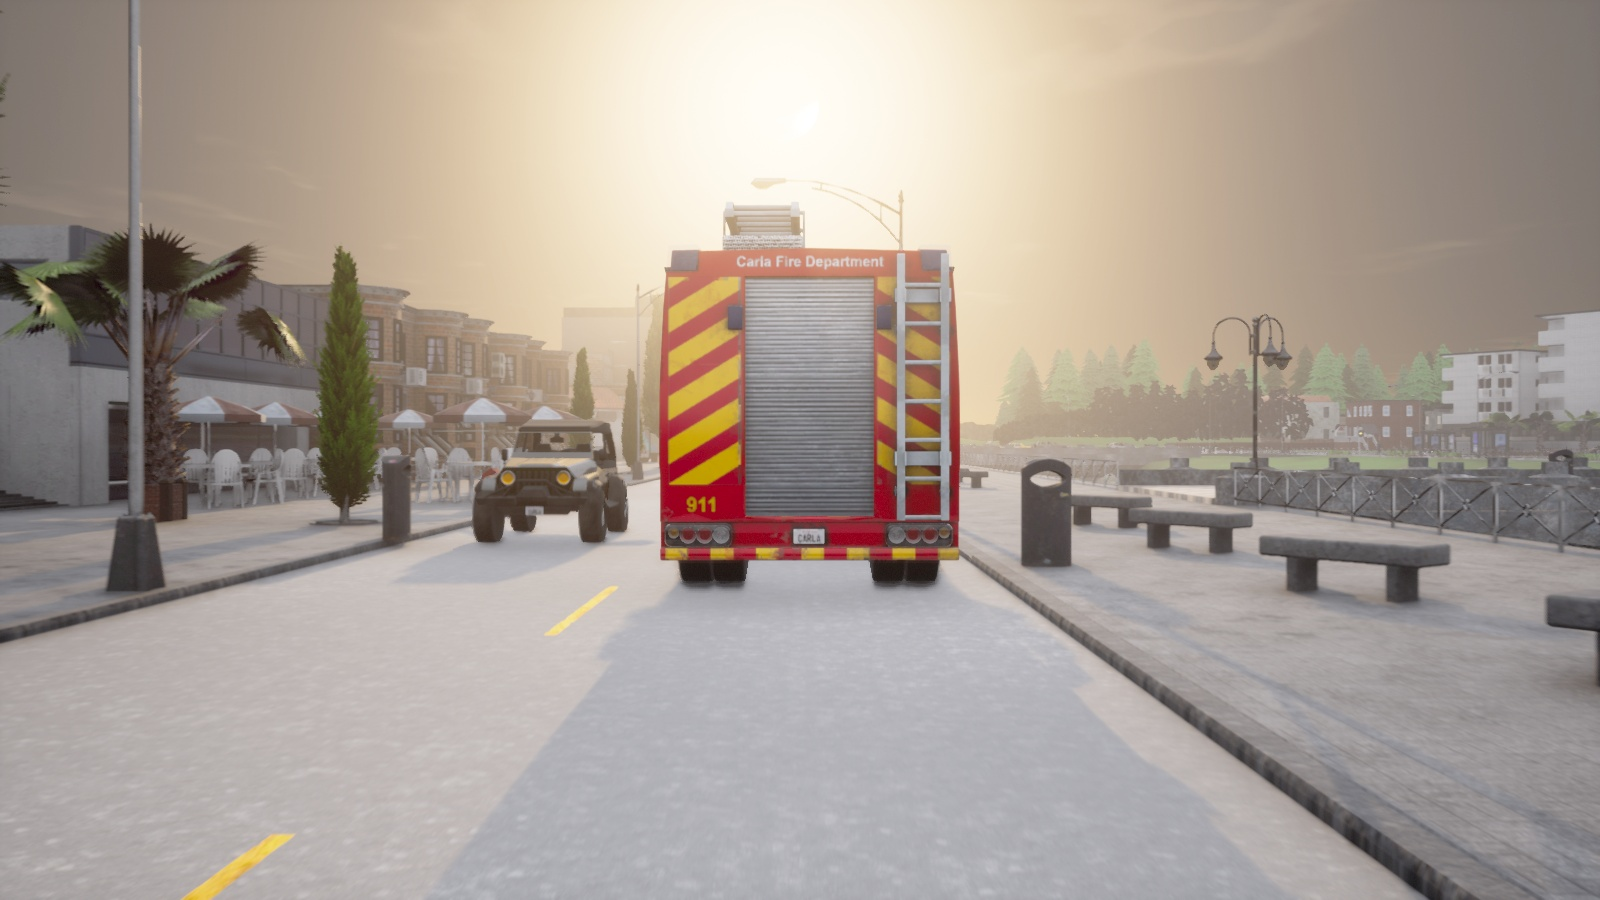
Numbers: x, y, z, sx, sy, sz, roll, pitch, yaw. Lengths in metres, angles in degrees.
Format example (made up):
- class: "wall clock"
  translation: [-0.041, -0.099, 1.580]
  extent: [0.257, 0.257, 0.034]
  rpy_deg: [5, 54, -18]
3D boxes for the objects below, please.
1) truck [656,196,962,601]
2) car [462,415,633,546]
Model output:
- class: "truck"
  translation: [0.105, -0.509, 16.107]
  extent: [2.891, 3.827, 8.468]
  rpy_deg: [0, 0, 0]
- class: "car"
  translation: [-3.874, 0.427, 19.906]
  extent: [1.905, 1.878, 3.866]
  rpy_deg: [0, 0, 0]
